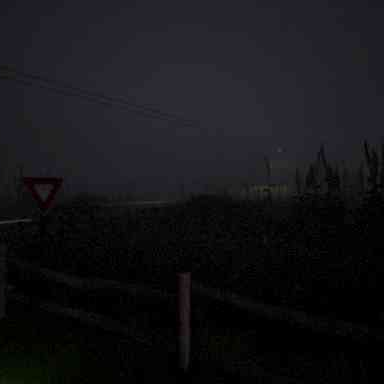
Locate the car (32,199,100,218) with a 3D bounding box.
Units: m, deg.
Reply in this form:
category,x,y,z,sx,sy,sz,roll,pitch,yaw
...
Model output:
category,x,y,z,sx,sy,sz,roll,pitch,yaw
car,-9.315,1.235,24.825,1.895,1.301,4.718,0,2,37
